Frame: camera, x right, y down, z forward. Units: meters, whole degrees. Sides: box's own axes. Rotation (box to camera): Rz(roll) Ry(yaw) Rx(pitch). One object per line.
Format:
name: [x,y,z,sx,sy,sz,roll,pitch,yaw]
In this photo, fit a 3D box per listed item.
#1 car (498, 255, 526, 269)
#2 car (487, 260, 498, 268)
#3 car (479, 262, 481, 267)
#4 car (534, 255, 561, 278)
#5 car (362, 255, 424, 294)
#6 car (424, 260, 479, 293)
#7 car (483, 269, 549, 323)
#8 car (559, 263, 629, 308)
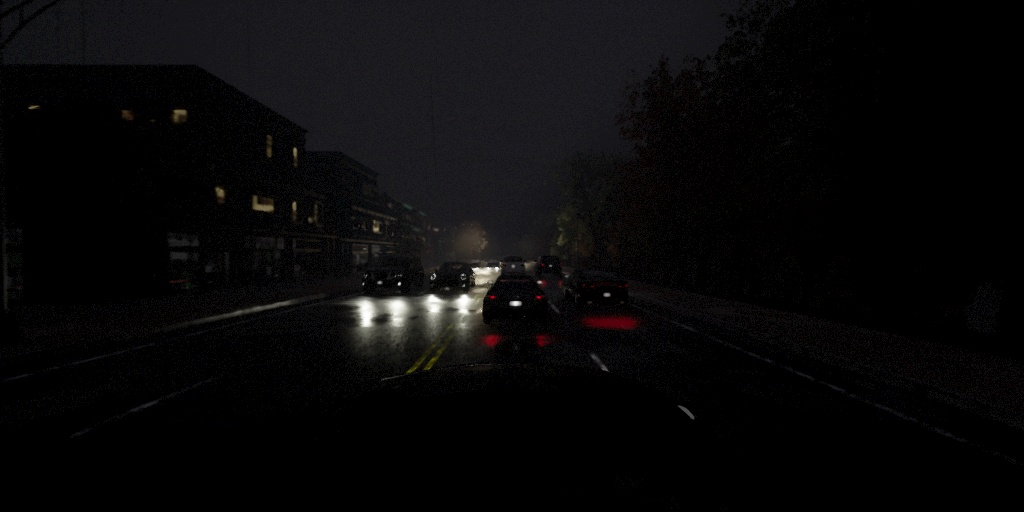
car: [0.113,0.954,33.829,2.150,2.045,5.566,0,0,0]
car: [-3.258,1.318,61.728,1.895,1.301,4.718,0,0,1]
car: [-6.503,1.318,61.421,1.895,1.301,4.718,0,0,1]
car: [3.364,0.954,33.836,2.150,2.045,5.566,0,0,0]
car: [-6.592,0.960,20.640,2.150,2.045,5.566,0,0,0]
car: [-3.340,1.092,20.710,2.097,1.767,4.553,0,0,0]
car: [0.105,1.308,12.108,1.994,1.385,4.181,0,0,0]
car: [3.356,1.220,15.122,1.882,1.535,5.008,0,0,0]
